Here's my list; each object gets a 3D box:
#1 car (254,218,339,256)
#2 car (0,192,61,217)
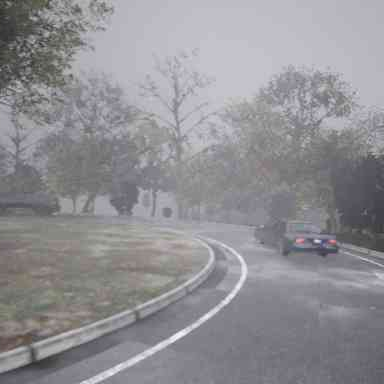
[{"bbox_3d":[4.314,1.859,14.647,2.033,1.411,5.357,2,-1,-6],"label":"car"},{"bbox_3d":[-14.212,0.983,28.490,5.566,2.045,2.150,2,-1,-7],"label":"car"}]
